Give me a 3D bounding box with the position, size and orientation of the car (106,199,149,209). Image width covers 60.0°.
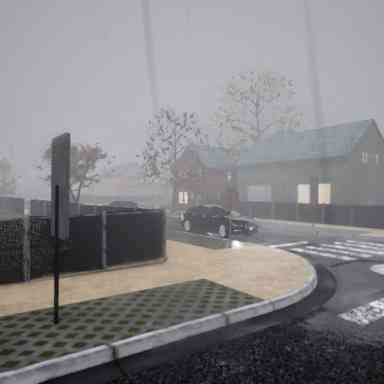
[{"bbox_3d":[-4.992,1.358,25.566,1.882,1.535,5.008,1,0,-37],"label":"car"}]

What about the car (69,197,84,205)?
[{"bbox_3d":[-13.547,1.292,36.897,1.882,1.535,5.008,1,0,-37],"label":"car"}]

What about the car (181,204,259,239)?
[{"bbox_3d":[1.289,1.435,17.217,1.837,1.490,4.892,1,0,-36],"label":"car"}]

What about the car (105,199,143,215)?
[{"bbox_3d":[-6.752,1.449,32.768,1.994,1.385,4.181,1,0,-37],"label":"car"}]
